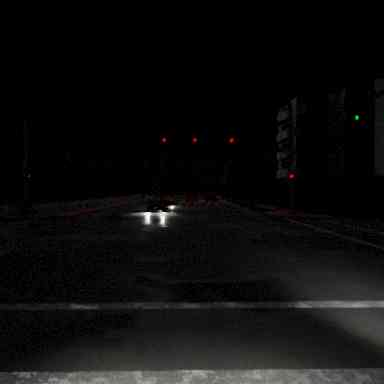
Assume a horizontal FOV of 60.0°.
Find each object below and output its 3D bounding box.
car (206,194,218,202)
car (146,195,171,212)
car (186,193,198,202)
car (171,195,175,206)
[{"bbox_3d":[3.507,1.099,59.236,1.812,1.442,4.674,0,0,0],"label":"car"},{"bbox_3d":[-3.579,1.273,35.033,1.812,1.442,4.674,0,0,0],"label":"car"},{"bbox_3d":[0.007,0.926,59.191,2.097,1.767,4.553,0,0,0],"label":"car"},{"bbox_3d":[-3.557,1.130,48.282,1.882,1.535,5.008,0,1,0],"label":"car"}]
